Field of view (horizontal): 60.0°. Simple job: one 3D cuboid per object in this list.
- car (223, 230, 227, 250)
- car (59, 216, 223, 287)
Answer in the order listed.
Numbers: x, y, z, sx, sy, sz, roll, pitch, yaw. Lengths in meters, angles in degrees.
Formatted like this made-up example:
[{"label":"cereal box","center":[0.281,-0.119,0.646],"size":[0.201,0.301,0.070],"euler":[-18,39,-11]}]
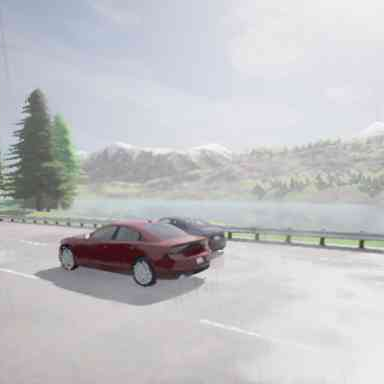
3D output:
[{"label":"car","center":[-0.730,1.643,13.106],"size":[4.181,1.385,1.994],"euler":[-1,0,35]},{"label":"car","center":[-1.820,1.545,9.586],"size":[5.008,1.535,1.882],"euler":[-1,0,35]}]
